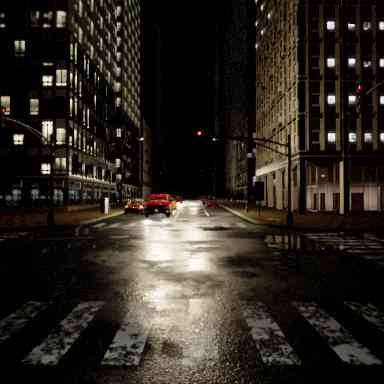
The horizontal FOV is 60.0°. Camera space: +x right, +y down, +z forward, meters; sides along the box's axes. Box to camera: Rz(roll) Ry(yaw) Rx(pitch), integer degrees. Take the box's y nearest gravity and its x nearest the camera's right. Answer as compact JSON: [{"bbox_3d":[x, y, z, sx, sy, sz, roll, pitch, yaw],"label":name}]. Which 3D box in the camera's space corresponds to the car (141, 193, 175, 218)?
[{"bbox_3d":[-3.047,1.233,31.145,2.150,2.045,5.566,0,0,0],"label":"car"}]

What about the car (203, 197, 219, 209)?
[{"bbox_3d":[2.771,1.599,45.015,1.802,1.307,4.206,1,0,0],"label":"car"}]

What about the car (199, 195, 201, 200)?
[{"bbox_3d":[2.797,1.590,61.748,1.947,1.339,4.313,1,0,0],"label":"car"}]

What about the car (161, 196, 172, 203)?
[{"bbox_3d":[-5.566,1.573,72.841,1.887,1.381,4.507,1,0,0],"label":"car"}]

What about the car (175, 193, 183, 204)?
[{"bbox_3d":[-2.904,1.231,64.708,2.150,2.045,5.566,0,0,0],"label":"car"}]

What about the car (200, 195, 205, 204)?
[{"bbox_3d":[2.790,1.547,56.341,1.752,1.417,4.829,1,0,0],"label":"car"}]

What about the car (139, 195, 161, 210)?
[{"bbox_3d":[-5.604,1.332,44.966,2.192,1.841,5.009,1,0,0],"label":"car"}]

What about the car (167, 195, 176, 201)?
[{"bbox_3d":[-5.541,1.587,89.567,2.008,1.369,4.403,1,0,0],"label":"car"}]

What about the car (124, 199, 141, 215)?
[{"bbox_3d":[-5.623,1.453,33.815,1.967,1.590,4.097,1,0,0],"label":"car"}]

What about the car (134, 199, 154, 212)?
[{"bbox_3d":[-5.617,1.597,39.391,1.802,1.307,4.206,1,0,0],"label":"car"}]

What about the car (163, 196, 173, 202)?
[{"bbox_3d":[-5.557,1.582,78.417,2.008,1.369,4.403,1,0,0],"label":"car"}]

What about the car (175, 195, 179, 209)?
[{"bbox_3d":[-3.033,1.494,42.893,1.882,1.535,5.008,0,0,0],"label":"car"}]
